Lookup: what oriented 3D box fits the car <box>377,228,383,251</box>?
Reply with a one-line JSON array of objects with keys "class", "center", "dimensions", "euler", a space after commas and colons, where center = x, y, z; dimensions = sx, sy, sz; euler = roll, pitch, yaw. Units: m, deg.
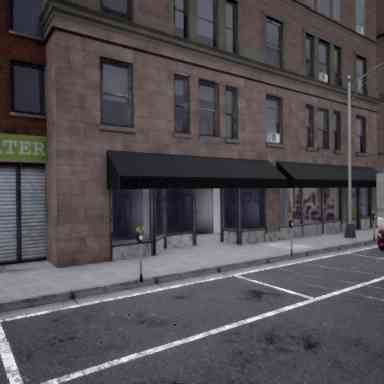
[{"class": "car", "center": [8.926, 1.538, 12.923], "dimensions": [4.507, 1.381, 1.887], "euler": [0, -1, -36]}]
